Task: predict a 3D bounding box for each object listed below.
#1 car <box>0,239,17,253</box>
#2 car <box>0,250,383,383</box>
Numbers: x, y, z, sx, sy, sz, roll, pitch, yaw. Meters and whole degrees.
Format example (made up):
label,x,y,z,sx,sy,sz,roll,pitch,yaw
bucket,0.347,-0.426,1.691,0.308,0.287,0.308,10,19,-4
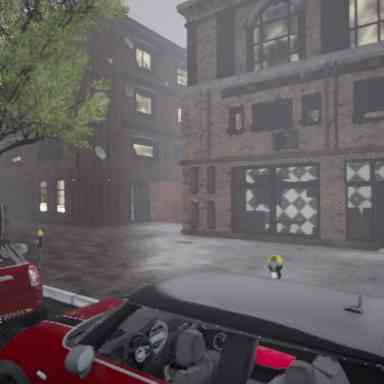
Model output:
label,x,y,z,sx,sy,sz,roll,pitch,yaw
car,-4.626,1.508,6.176,4.097,1.590,1.967,-1,0,36
car,0.010,1.455,2.867,4.097,1.590,1.967,-1,0,36
